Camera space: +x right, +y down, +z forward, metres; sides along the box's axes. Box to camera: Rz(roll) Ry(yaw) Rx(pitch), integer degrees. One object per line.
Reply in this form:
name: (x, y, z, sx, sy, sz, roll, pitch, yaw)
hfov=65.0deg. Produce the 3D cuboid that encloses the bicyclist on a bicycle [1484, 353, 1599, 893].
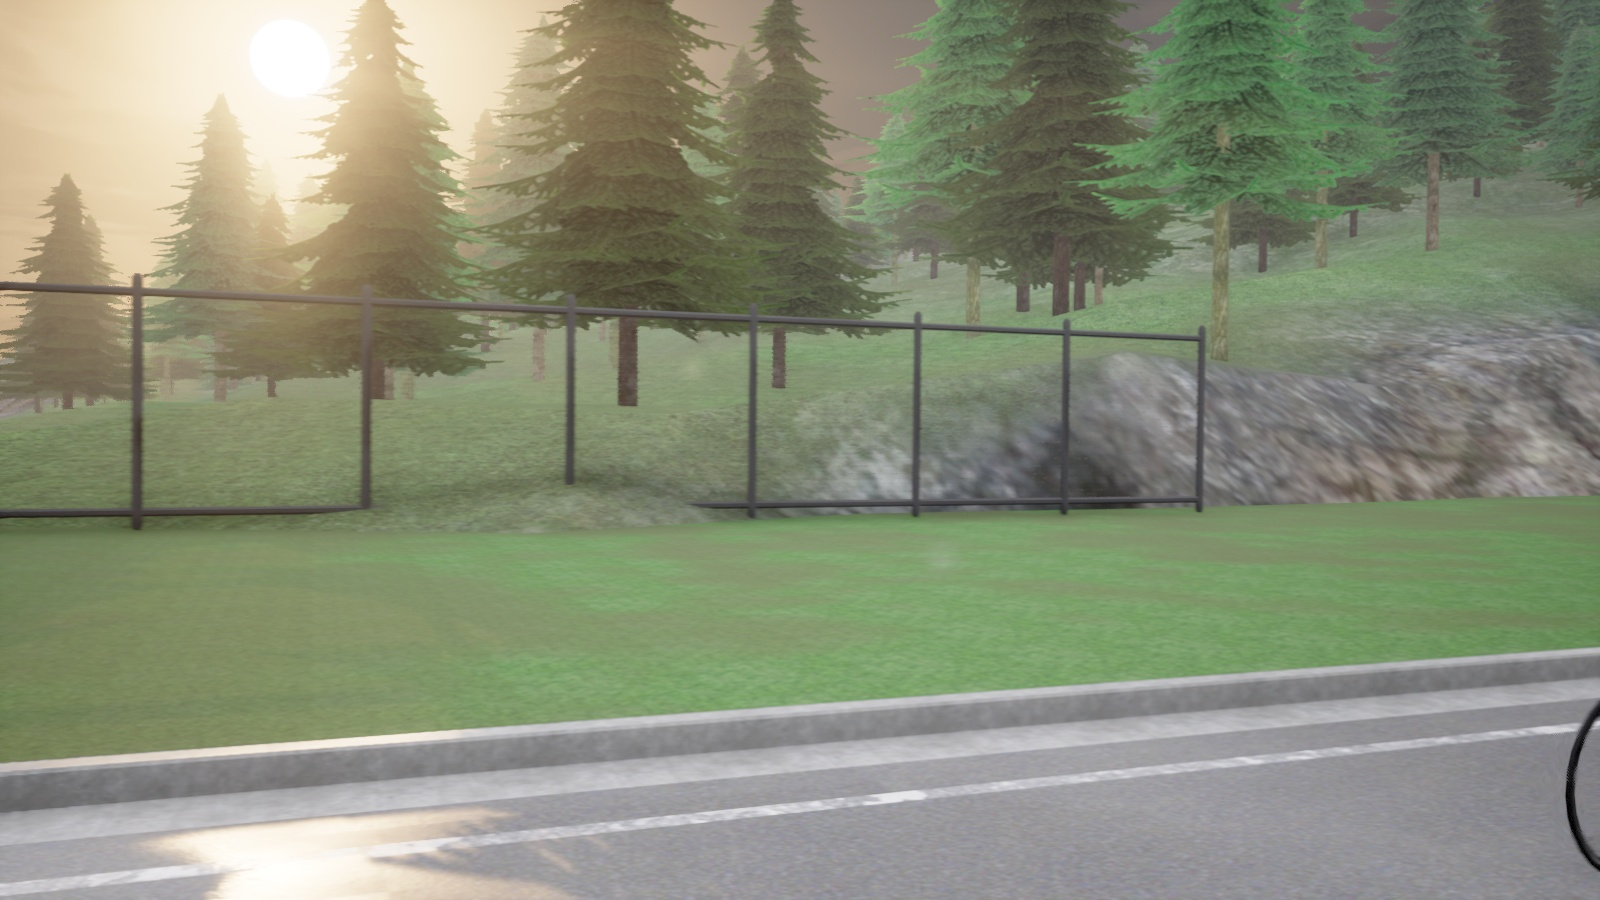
bicyclist on a bicycle: (3.445, 0.557, 4.546, 1.843, 1.776, 0.659, -1, 1, -21)
